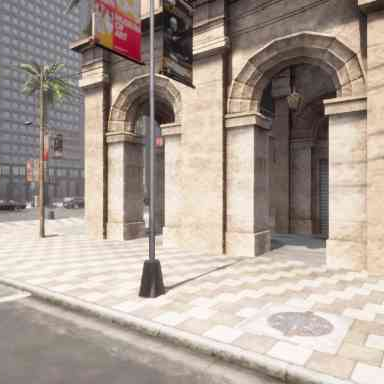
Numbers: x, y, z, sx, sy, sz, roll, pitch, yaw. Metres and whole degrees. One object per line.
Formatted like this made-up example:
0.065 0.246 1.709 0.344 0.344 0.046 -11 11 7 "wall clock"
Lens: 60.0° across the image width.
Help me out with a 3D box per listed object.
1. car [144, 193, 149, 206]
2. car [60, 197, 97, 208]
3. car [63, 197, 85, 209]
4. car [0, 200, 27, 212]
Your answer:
-9.039 1.221 53.905 2.150 2.045 5.566 0 0 35 "car"
-16.554 1.513 48.755 2.161 1.482 4.786 0 0 35 "car"
-15.103 1.505 45.472 1.837 1.490 4.892 0 0 36 "car"
-21.159 1.601 37.037 1.895 1.301 4.718 0 0 36 "car"
